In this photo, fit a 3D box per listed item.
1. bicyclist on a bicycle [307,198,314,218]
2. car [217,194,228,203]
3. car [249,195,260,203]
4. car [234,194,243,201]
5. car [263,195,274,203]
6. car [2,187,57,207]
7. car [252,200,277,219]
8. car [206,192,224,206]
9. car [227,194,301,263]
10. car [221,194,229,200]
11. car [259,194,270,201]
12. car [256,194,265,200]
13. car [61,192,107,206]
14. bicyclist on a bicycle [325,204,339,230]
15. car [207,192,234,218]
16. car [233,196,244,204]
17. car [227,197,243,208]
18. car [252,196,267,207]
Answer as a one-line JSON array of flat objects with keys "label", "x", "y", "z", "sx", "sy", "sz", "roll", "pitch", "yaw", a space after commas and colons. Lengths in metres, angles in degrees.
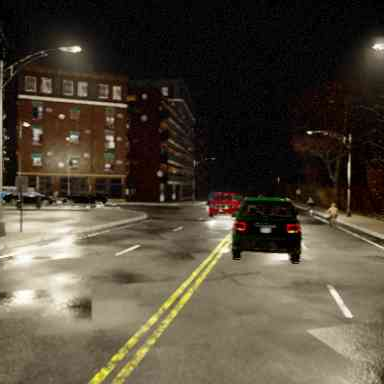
[{"label": "bicyclist on a bicycle", "x": 10.522, "y": 1.443, "z": 29.590, "sx": 0.659, "sy": 1.776, "sz": 1.843, "roll": 1, "pitch": 1, "yaw": 11}, {"label": "car", "x": 6.269, "y": 1.278, "z": 68.009, "sx": 1.882, "sy": 1.535, "sz": 5.008, "roll": 1, "pitch": 0, "yaw": 8}, {"label": "car", "x": 13.056, "y": 1.423, "z": 69.576, "sx": 1.837, "sy": 1.490, "sz": 4.892, "roll": 1, "pitch": 0, "yaw": 8}, {"label": "car", "x": 11.008, "y": 1.311, "z": 78.921, "sx": 1.882, "sy": 1.535, "sz": 5.008, "roll": 1, "pitch": 0, "yaw": 7}, {"label": "car", "x": 16.854, "y": 1.453, "z": 73.429, "sx": 1.882, "sy": 1.535, "sz": 5.008, "roll": 1, "pitch": 0, "yaw": 7}, {"label": "car", "x": -16.191, "y": 0.646, "z": 33.469, "sx": 4.902, "sy": 1.511, "sz": 2.128, "roll": 2, "pitch": 0, "yaw": -17}, {"label": "car", "x": 6.620, "y": 1.537, "z": 30.673, "sx": 2.033, "sy": 1.411, "sz": 5.357, "roll": 1, "pitch": 0, "yaw": 11}, {"label": "car", "x": 3.705, "y": 1.055, "z": 51.953, "sx": 2.150, "sy": 2.045, "sz": 5.566, "roll": 1, "pitch": 0, "yaw": 10}, {"label": "car", "x": 2.755, "y": 1.219, "z": 12.370, "sx": 2.150, "sy": 2.045, "sz": 5.566, "roll": 1, "pitch": 0, "yaw": 13}, {"label": "car", "x": 8.161, "y": 1.252, "z": 82.395, "sx": 1.837, "sy": 1.490, "sz": 4.892, "roll": 1, "pitch": 0, "yaw": 7}, {"label": "car", "x": 18.112, "y": 1.300, "z": 83.486, "sx": 2.097, "sy": 1.767, "sz": 4.553, "roll": 1, "pitch": 0, "yaw": 7}, {"label": "car", "x": 19.220, "y": 1.450, "z": 93.592, "sx": 2.033, "sy": 1.411, "sz": 5.357, "roll": 1, "pitch": 0, "yaw": 6}, {"label": "car", "x": -12.283, "y": 0.741, "z": 38.132, "sx": 5.008, "sy": 1.535, "sz": 1.882, "roll": 2, "pitch": 1, "yaw": -18}, {"label": "bicyclist on a bicycle", "x": 8.719, "y": 1.515, "z": 20.615, "sx": 0.866, "sy": 1.612, "sz": 1.509, "roll": 1, "pitch": 0, "yaw": 12}, {"label": "car", "x": 2.862, "y": 1.143, "z": 29.444, "sx": 2.150, "sy": 2.045, "sz": 5.566, "roll": 1, "pitch": 0, "yaw": 11}, {"label": "car", "x": 8.806, "y": 1.438, "z": 63.017, "sx": 1.994, "sy": 1.385, "sz": 4.181, "roll": 1, "pitch": 0, "yaw": 9}, {"label": "car", "x": 6.141, "y": 1.467, "z": 47.053, "sx": 1.994, "sy": 1.385, "sz": 4.181, "roll": 1, "pitch": 0, "yaw": 10}, {"label": "car", "x": 10.349, "y": 1.455, "z": 51.316, "sx": 2.128, "sy": 1.511, "sz": 4.902, "roll": 1, "pitch": 0, "yaw": 10}]
